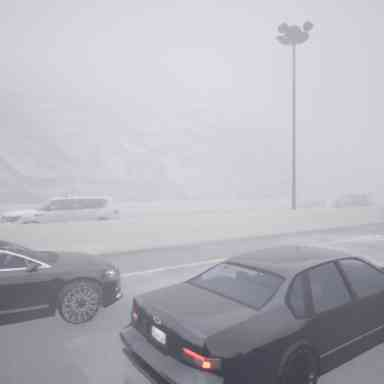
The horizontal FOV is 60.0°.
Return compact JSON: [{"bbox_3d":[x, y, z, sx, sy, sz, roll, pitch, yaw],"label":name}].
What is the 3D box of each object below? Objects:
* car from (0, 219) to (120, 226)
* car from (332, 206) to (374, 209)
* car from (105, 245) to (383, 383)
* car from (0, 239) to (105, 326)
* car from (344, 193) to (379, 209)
[{"bbox_3d":[-6.386,1.223,16.633,5.566,2.045,2.150,0,0,-35],"label":"car"},{"bbox_3d":[18.563,1.225,38.724,5.566,2.045,2.150,0,0,-36],"label":"car"},{"bbox_3d":[1.693,1.548,4.951,5.357,1.411,2.033,0,0,-35],"label":"car"},{"bbox_3d":[-3.596,1.492,5.481,4.902,1.511,2.128,0,0,-35],"label":"car"},{"bbox_3d":[24.020,1.226,47.052,5.566,2.045,2.150,0,0,-37],"label":"car"}]
